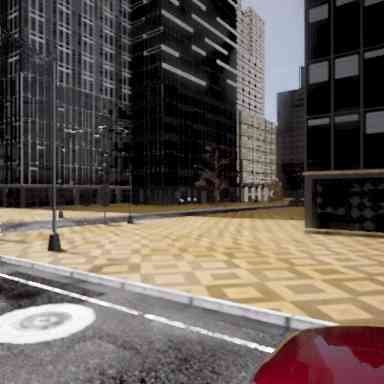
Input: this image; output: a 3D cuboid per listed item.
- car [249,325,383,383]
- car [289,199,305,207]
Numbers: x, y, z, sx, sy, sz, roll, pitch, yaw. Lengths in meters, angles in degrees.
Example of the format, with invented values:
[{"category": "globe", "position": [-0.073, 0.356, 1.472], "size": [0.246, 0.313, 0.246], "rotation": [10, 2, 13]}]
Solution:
[{"category": "car", "position": [2.354, 1.555, 1.992], "size": [4.181, 1.385, 1.994], "rotation": [-1, 0, 35]}, {"category": "car", "position": [19.882, 2.010, 62.918], "size": [1.837, 1.490, 4.892], "rotation": [0, 0, 37]}]
